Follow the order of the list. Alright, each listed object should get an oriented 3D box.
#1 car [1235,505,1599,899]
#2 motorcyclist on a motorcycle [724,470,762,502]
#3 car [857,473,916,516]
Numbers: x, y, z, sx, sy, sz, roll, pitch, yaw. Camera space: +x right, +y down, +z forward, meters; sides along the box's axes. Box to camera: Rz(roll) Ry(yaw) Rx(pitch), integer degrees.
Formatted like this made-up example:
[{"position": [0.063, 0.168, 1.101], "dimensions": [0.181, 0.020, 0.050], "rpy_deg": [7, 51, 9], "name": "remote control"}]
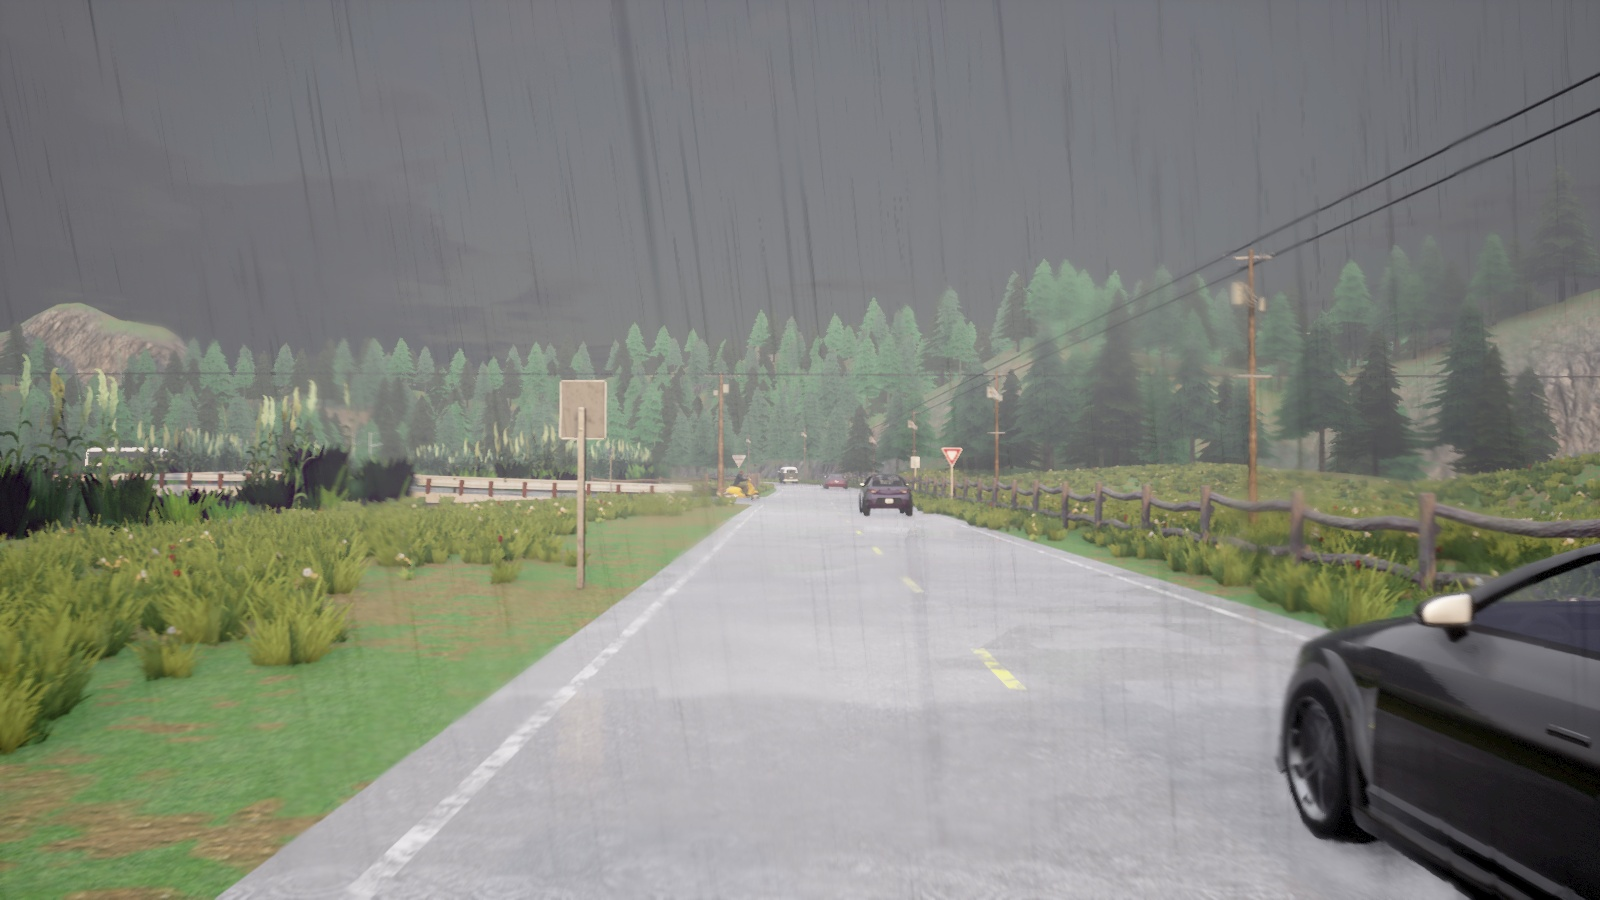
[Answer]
[{"position": [3.189, 0.936, 4.213], "dimensions": [1.994, 1.385, 4.181], "rpy_deg": [0, -1, 0], "name": "car"}, {"position": [-2.922, 1.837, 64.106], "dimensions": [1.817, 1.590, 0.866], "rpy_deg": [0, -2, -12], "name": "motorcyclist on a motorcycle"}, {"position": [3.090, 1.578, 45.559], "dimensions": [1.816, 1.474, 4.193], "rpy_deg": [0, -1, 0], "name": "car"}]
